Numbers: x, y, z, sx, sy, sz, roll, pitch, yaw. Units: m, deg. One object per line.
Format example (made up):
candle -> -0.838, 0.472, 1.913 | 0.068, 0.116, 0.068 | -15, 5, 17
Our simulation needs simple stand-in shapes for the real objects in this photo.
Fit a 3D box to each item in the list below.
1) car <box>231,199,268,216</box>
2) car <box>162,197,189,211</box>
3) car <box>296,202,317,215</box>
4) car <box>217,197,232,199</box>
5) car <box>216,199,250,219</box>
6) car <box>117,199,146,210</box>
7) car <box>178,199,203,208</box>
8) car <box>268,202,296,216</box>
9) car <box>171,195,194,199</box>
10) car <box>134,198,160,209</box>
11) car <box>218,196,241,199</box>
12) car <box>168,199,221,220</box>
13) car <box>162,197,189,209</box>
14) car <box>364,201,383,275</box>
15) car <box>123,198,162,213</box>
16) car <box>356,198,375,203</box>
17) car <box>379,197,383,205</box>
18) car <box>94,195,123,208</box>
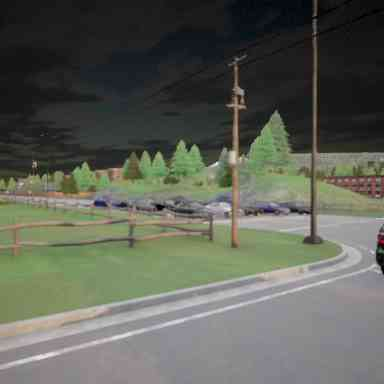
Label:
car -> 5.100, 1.787, 35.326 | 2.033, 1.411, 5.357 | 1, 0, -36
car -> -2.935, 1.683, 40.401 | 1.882, 1.535, 5.008 | 1, 0, -36
car -> 11.598, 1.855, 38.300 | 2.033, 1.411, 5.357 | 1, 0, -36
car -> 3.081, 1.765, 44.039 | 2.128, 1.511, 4.902 | 1, 0, -36
car -> 3.003, 1.731, 32.265 | 1.812, 1.442, 4.674 | 1, 0, -36
car -> -8.978, 1.752, 48.704 | 2.033, 1.411, 5.357 | 1, 0, -36
car -> -0.323, 1.871, 54.729 | 1.994, 1.385, 4.181 | 1, 0, -36
car -> 8.572, 1.799, 36.508 | 1.812, 1.442, 4.674 | 1, 0, -37
car -> -0.923, 1.461, 43.591 | 2.150, 2.045, 5.566 | 1, 0, -36
car -> -7.018, 1.716, 51.980 | 1.882, 1.535, 5.008 | 1, 0, -36
car -> 5.606, 1.529, 46.543 | 2.150, 2.045, 5.566 | 1, 0, -37
car -> 0.131, 1.676, 30.265 | 1.837, 1.490, 4.892 | 1, 0, -36
car -> -2.621, 1.625, 51.903 | 2.097, 1.767, 4.553 | 1, 0, -36
car -> 7.268, 1.334, 9.410 | 5.566, 2.045, 2.150 | 0, 0, -39
car -> -5.809, 1.676, 38.404 | 1.837, 1.490, 4.892 | 1, 0, -36
car -> 40.612, 2.117, 77.935 | 2.097, 1.767, 4.553 | 1, 0, -21
car -> 45.114, 2.138, 75.404 | 2.097, 1.767, 4.553 | 1, 0, -18
car -> -11.950, 1.392, 46.843 | 2.150, 2.045, 5.566 | 1, 0, -36
